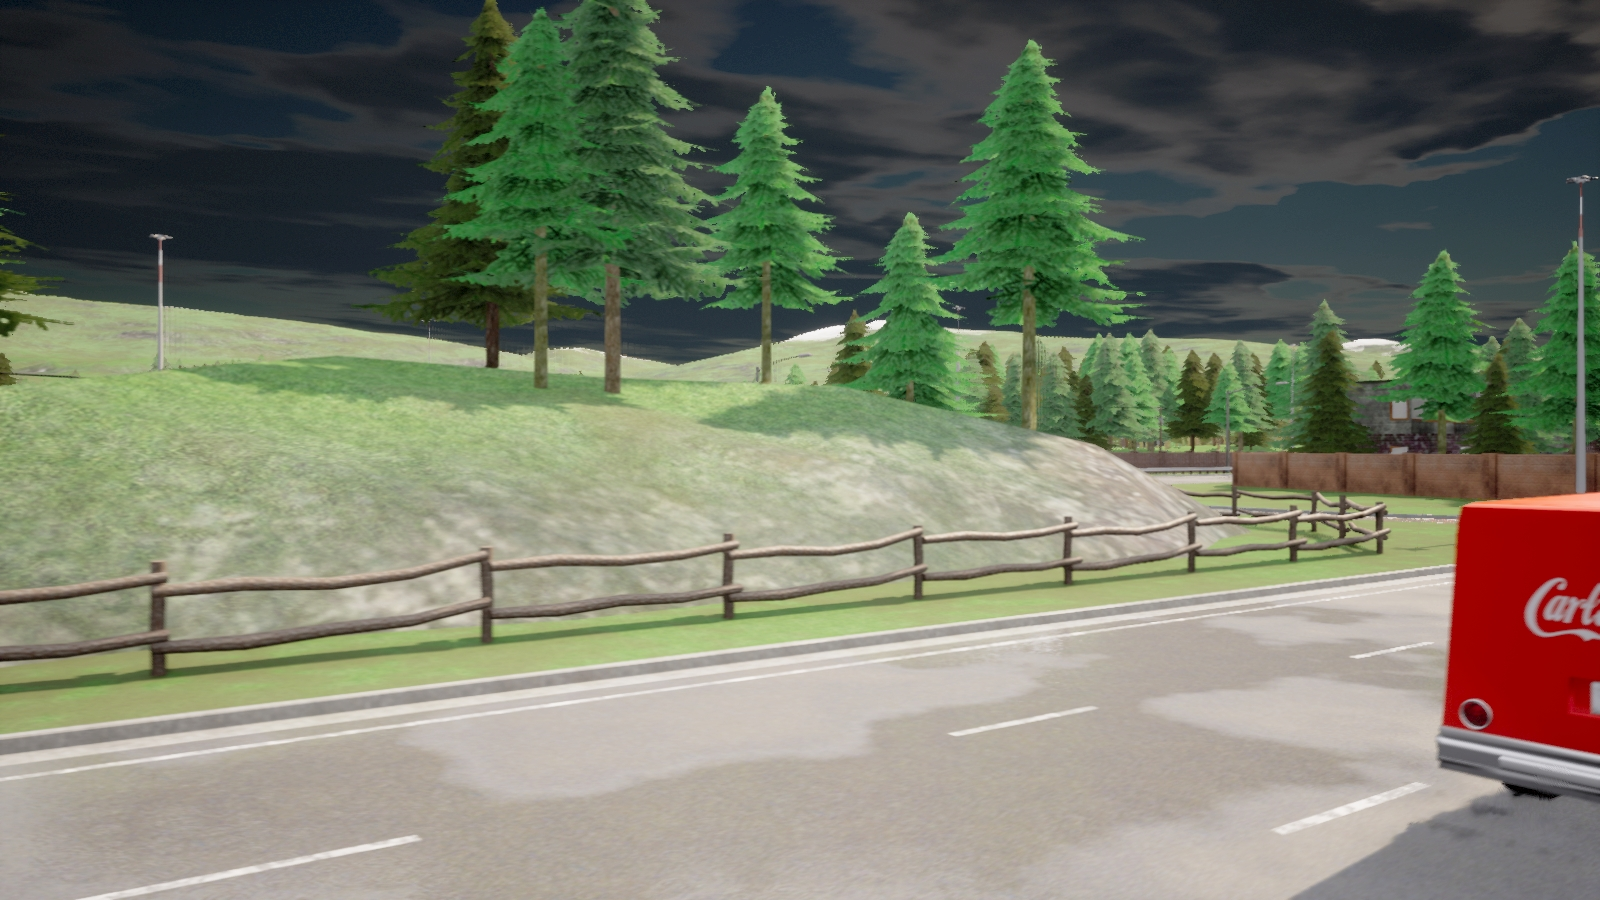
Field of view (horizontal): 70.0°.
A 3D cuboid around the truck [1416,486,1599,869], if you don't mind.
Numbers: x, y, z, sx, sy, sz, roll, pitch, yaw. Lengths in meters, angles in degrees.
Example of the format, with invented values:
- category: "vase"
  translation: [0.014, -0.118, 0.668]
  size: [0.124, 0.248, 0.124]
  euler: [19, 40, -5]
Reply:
- category: "truck"
  translation: [7.560, 1.571, 9.088]
  size: [5.204, 2.467, 2.627]
  euler: [0, 0, -35]
